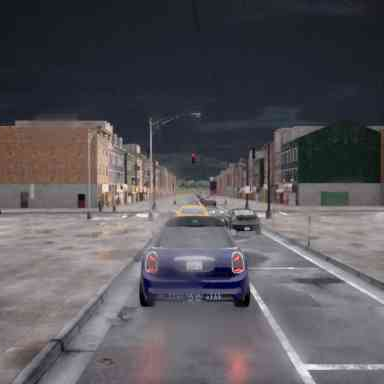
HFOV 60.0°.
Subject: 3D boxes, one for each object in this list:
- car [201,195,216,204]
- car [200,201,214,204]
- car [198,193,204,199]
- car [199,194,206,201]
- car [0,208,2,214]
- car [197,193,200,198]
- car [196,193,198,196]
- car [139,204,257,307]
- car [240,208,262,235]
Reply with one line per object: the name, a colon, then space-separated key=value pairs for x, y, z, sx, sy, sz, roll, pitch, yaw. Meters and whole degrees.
car: x=2.759 y=1.541 z=50.733 sx=1.887 sy=1.381 sz=4.507 roll=-1 pitch=0 yaw=0
car: x=0.066 y=1.471 z=17.997 sx=1.882 sy=1.535 sz=5.008 roll=0 pitch=0 yaw=1
car: x=2.819 y=1.548 z=72.863 sx=1.887 sy=1.381 sz=4.507 roll=-1 pitch=0 yaw=0
car: x=2.790 y=1.582 z=61.798 sx=1.802 sy=1.307 sz=4.206 roll=-1 pitch=0 yaw=0
car: x=-20.500 y=1.388 z=30.300 sx=5.566 sy=2.045 sz=2.150 roll=0 pitch=1 yaw=0
car: x=2.832 y=1.445 z=78.395 sx=1.967 sy=1.590 sz=4.097 roll=-1 pitch=0 yaw=0
car: x=2.879 y=1.560 z=94.993 sx=2.008 sy=1.369 sz=4.403 roll=-1 pitch=0 yaw=0
car: x=0.069 y=1.348 z=8.122 sx=2.097 sy=1.767 sz=4.553 roll=0 pitch=0 yaw=1
car: x=2.672 y=1.544 z=18.288 sx=2.008 sy=1.369 sz=4.403 roll=-1 pitch=0 yaw=0
